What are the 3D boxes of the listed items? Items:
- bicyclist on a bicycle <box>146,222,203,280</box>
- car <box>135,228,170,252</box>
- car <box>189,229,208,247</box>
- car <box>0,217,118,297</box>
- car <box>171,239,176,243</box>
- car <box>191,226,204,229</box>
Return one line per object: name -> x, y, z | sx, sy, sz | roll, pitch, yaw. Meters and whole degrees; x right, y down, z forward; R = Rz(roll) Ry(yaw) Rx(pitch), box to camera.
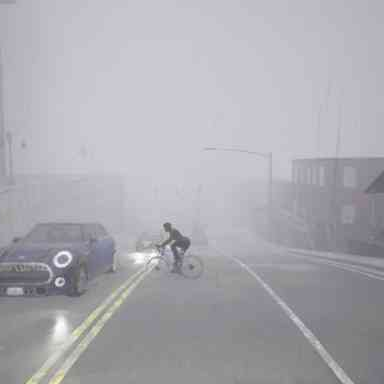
bicyclist on a bicycle -> -0.523, 1.696, 9.493 | 1.656, 1.620, 0.582 | -2, -4, 2
car -> -3.162, 3.812, 25.879 | 2.128, 1.511, 4.902 | 0, -8, 1
car -> 0.688, 4.956, 35.086 | 1.994, 1.385, 4.181 | 0, -5, 1
car -> -3.472, 1.550, 8.893 | 2.097, 1.767, 4.553 | 0, -4, 1
car -> -2.945, 4.937, 37.828 | 2.097, 1.767, 4.553 | 0, -3, 1
car -> 0.862, 5.362, 45.429 | 2.033, 1.411, 5.357 | 0, 0, 1
